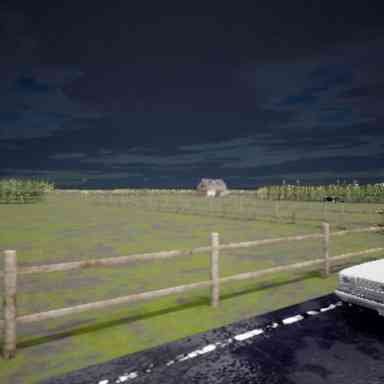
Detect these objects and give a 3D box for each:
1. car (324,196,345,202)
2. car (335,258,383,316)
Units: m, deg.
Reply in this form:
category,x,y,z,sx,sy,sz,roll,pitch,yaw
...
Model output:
category,x,y,z,sx,sy,sz,roll,pitch,yaw
car,33.055,1.614,77.145,2.128,1.511,4.902,-1,1,-36
car,4.897,1.636,6.563,4.718,1.301,1.895,0,0,-35
